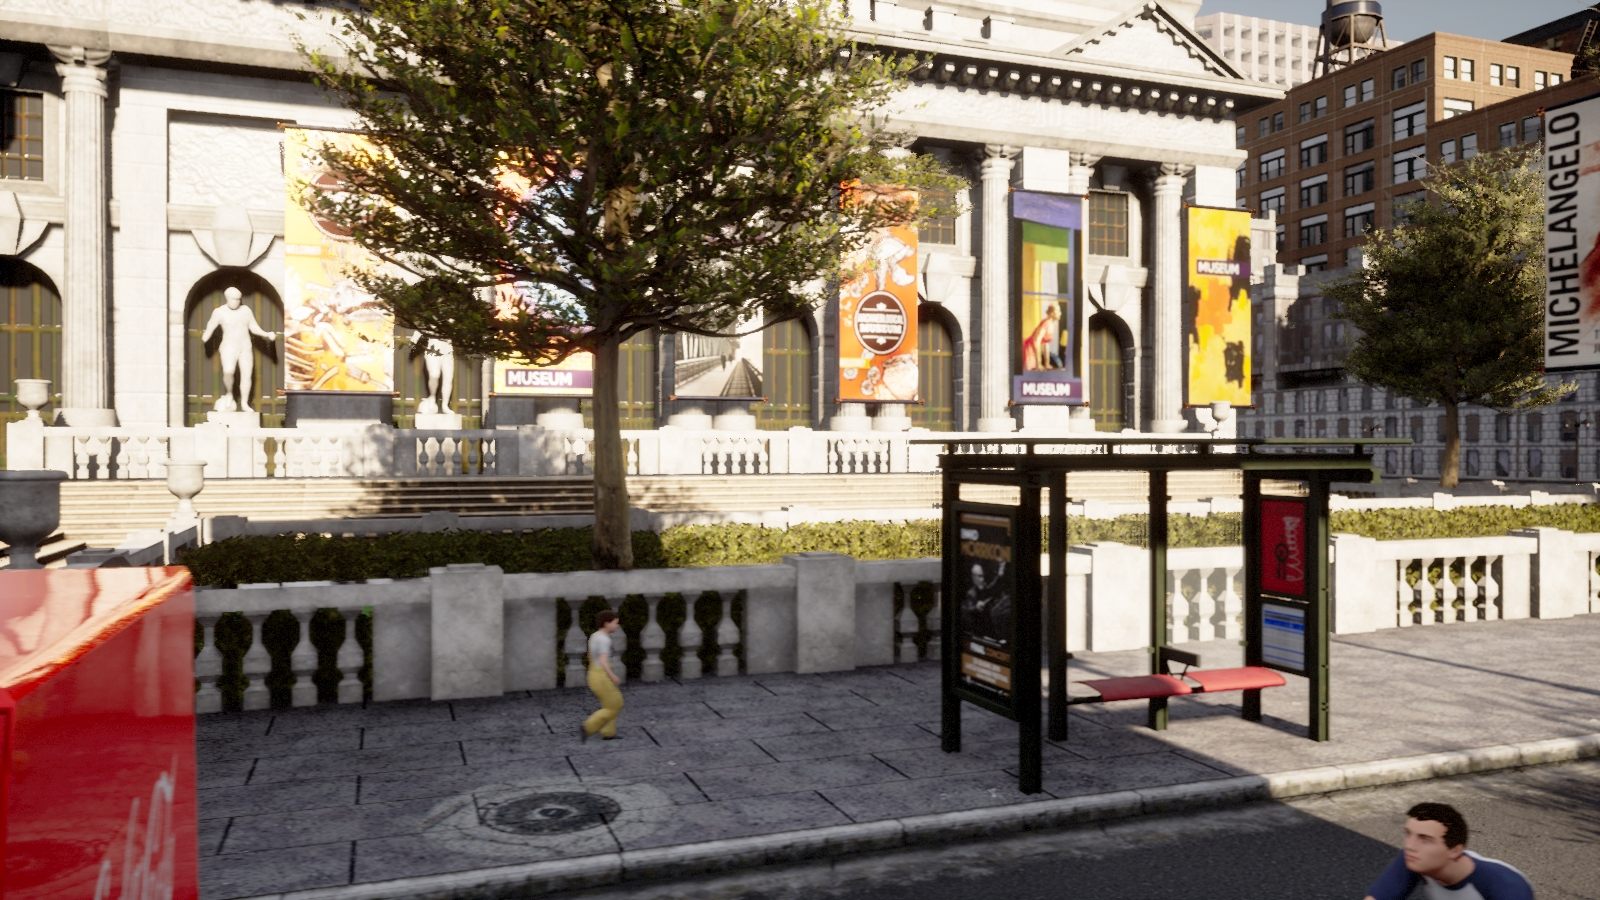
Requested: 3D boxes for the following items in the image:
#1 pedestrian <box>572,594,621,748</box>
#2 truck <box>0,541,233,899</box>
[{"bbox_3d":[-1.841,1.976,10.317,0.375,1.300,0.375,0,0,-19],"label":"pedestrian"},{"bbox_3d":[-3.967,1.565,1.849,5.204,2.467,2.627,0,0,-20],"label":"truck"}]
